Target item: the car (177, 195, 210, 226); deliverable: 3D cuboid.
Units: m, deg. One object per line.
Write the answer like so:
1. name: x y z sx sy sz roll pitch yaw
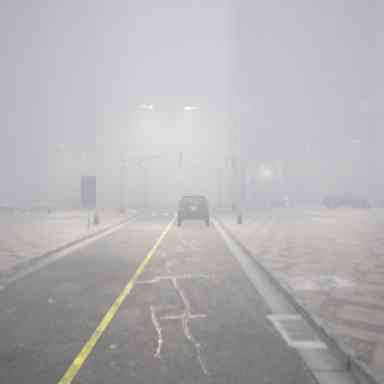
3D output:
1. car: 0.105 1.211 23.645 2.150 2.045 5.566 0 0 0

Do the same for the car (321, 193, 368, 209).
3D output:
1. car: 17.221 1.035 37.707 5.009 1.841 2.192 -1 1 0

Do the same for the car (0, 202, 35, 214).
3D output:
1. car: -20.784 1.825 37.627 4.403 1.369 2.008 -1 1 0

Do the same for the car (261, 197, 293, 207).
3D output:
1. car: 11.779 1.348 46.236 4.403 1.369 2.008 -1 1 0

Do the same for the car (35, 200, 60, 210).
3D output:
1. car: -20.943 1.804 46.151 4.829 1.417 1.752 -1 1 0

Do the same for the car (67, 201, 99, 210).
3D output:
1. car: -15.130 1.755 46.149 4.313 1.339 1.947 -1 1 0

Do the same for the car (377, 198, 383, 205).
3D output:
1. car: 28.155 1.121 46.231 4.507 1.381 1.887 -1 1 0
